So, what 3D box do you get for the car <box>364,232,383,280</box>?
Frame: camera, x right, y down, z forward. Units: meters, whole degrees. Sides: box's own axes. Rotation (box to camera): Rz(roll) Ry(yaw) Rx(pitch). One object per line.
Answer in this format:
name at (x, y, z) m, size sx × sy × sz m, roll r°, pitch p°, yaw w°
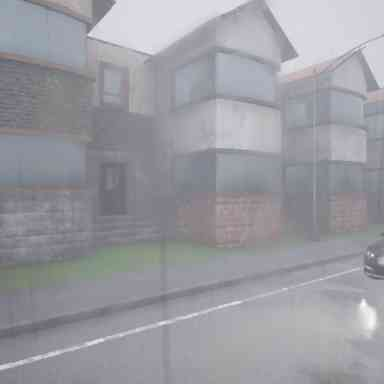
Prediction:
car at (6.404, 1.491, 8.800) m, size 4.902 × 1.511 × 2.128 m, roll 0°, pitch 0°, yaw -37°
